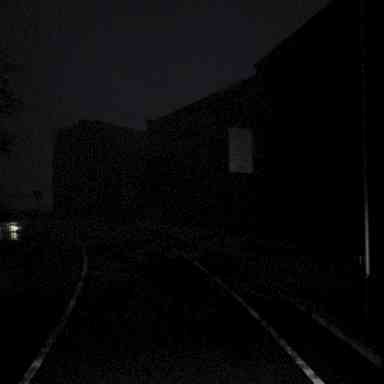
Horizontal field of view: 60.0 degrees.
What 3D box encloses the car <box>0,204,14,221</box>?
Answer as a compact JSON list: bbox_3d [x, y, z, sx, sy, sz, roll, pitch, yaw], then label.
[{"bbox_3d":[-17.312,1.734,29.078,5.008,1.535,1.882,-1,-1,41],"label":"car"}]
